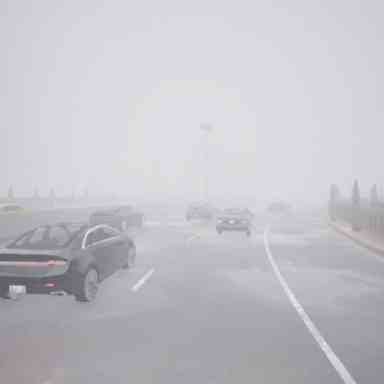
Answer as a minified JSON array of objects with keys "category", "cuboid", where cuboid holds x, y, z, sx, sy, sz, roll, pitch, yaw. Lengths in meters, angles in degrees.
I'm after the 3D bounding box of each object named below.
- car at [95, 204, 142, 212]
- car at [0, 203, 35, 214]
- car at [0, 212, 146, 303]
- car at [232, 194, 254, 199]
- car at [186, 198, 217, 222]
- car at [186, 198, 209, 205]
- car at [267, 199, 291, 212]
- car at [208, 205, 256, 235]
[{"category":"car","cuboid":[-4.307,1.488,19.886,1.837,1.490,4.892,0,0,13]},{"category":"car","cuboid":[-11.649,1.444,20.032,1.882,1.535,5.008,0,0,13]},{"category":"car","cuboid":[-2.793,1.476,8.193,2.128,1.511,4.902,0,0,6]},{"category":"car","cuboid":[9.644,1.361,62.993,2.150,2.045,5.566,0,0,40]},{"category":"car","cuboid":[0.982,1.488,25.896,2.128,1.511,4.902,0,0,17]},{"category":"car","cuboid":[1.074,1.742,63.458,1.895,1.301,4.718,0,0,38]},{"category":"car","cuboid":[10.025,1.552,38.383,1.812,1.442,4.674,0,0,28]},{"category":"car","cuboid":[2.578,1.542,18.970,2.033,1.411,5.357,0,0,14]}]
